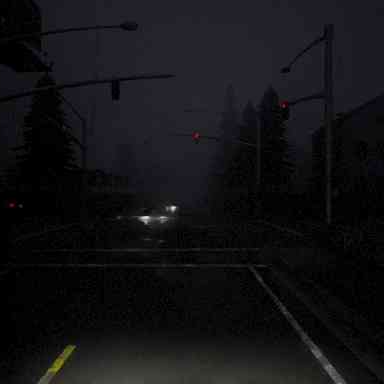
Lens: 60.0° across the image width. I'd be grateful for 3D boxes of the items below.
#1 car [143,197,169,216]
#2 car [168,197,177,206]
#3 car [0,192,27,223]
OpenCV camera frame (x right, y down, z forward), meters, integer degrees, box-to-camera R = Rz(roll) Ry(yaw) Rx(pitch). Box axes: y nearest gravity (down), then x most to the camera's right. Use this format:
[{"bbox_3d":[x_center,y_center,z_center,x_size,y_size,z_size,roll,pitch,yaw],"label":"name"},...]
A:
[{"bbox_3d":[-3.589,1.526,32.995,1.812,1.442,4.674,0,0,0],"label":"car"},{"bbox_3d":[-3.560,1.492,54.266,2.128,1.511,4.902,0,0,1],"label":"car"},{"bbox_3d":[-13.523,1.015,21.248,5.566,2.045,2.150,-1,0,4],"label":"car"}]
